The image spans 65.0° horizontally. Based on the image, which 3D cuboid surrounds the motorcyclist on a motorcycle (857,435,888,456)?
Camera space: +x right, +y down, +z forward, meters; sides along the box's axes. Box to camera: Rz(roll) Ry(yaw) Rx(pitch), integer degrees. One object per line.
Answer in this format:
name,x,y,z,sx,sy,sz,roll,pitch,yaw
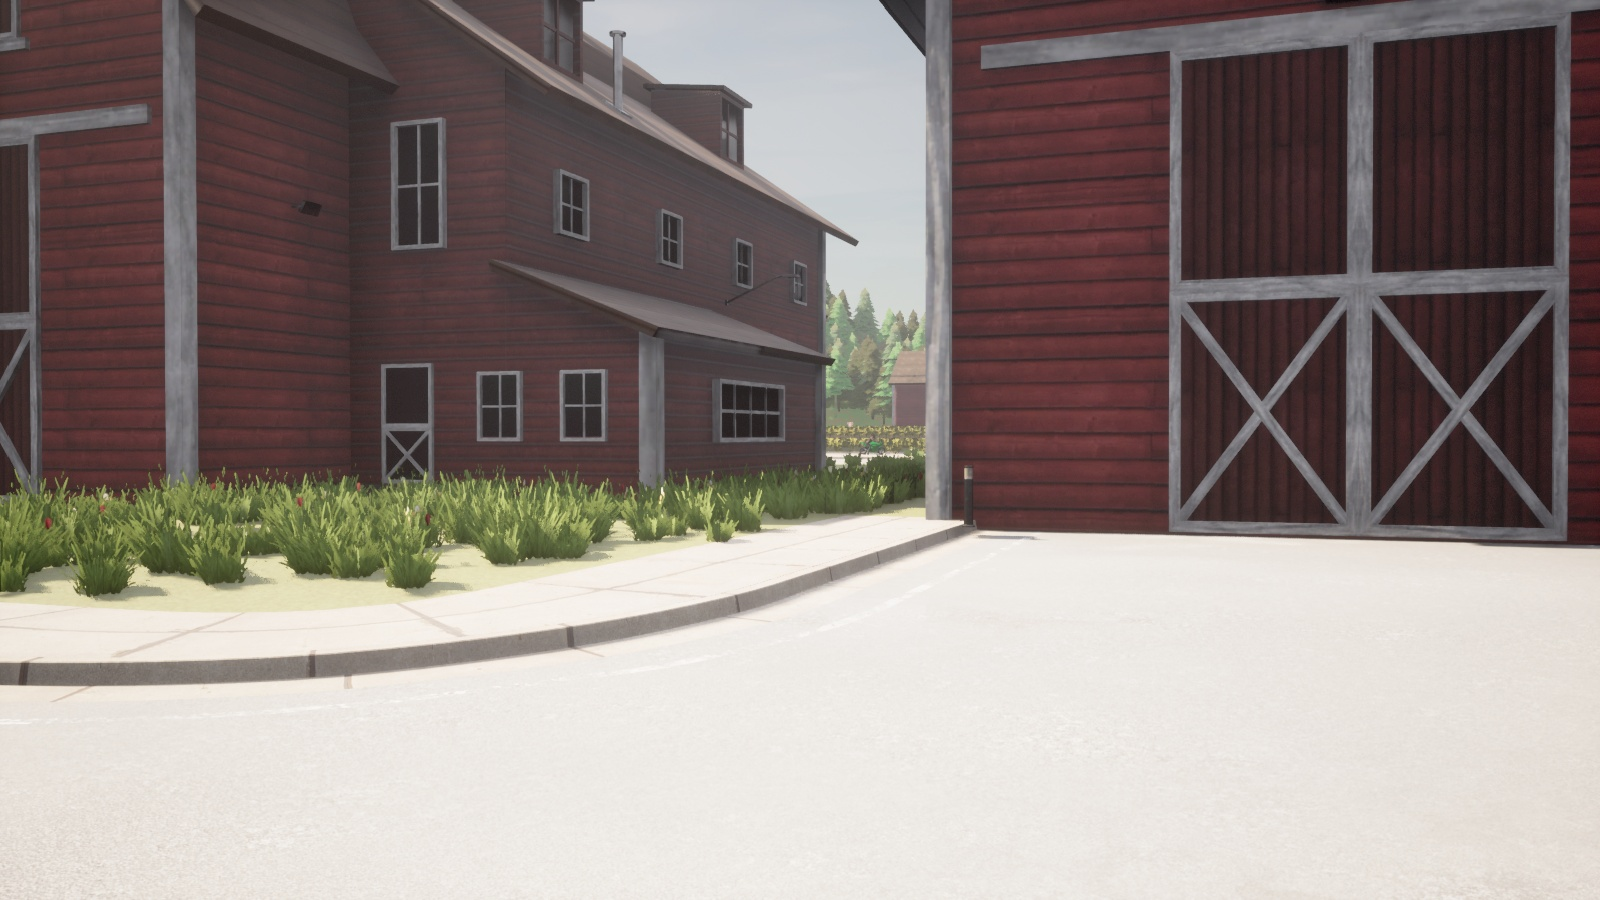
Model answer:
motorcyclist on a motorcycle,5.277,-0.348,91.460,2.044,1.523,0.797,1,1,19
